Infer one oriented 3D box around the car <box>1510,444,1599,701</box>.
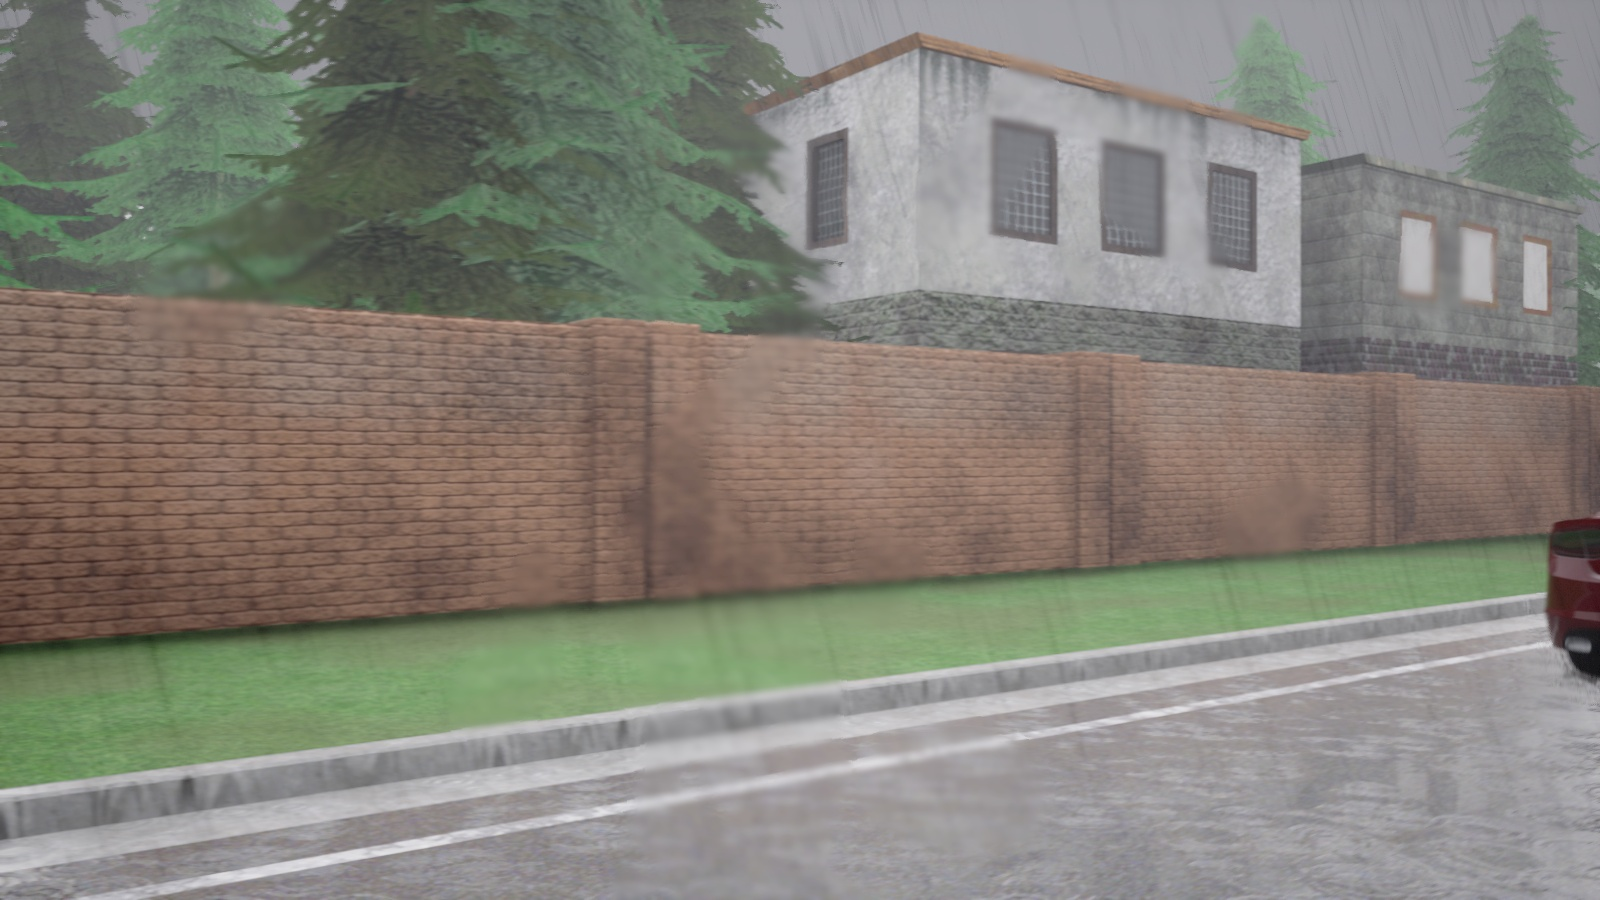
[{"bbox_3d":[7.076,0.728,8.582,5.008,1.535,1.882,0,0,-35],"label":"car"}]
